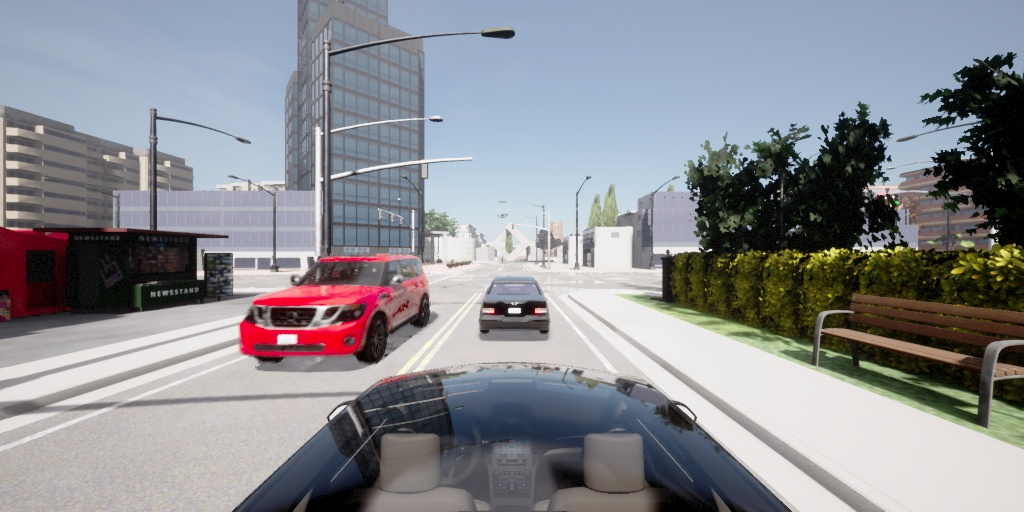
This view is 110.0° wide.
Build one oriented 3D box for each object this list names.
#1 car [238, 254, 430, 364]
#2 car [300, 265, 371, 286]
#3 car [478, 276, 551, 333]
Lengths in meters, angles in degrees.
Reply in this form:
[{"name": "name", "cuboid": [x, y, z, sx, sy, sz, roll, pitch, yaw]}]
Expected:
[{"name": "car", "cuboid": [-3.515, 0.971, 8.465, 2.150, 2.045, 5.566, 0, 0, 1]}, {"name": "car", "cuboid": [-12.762, 1.385, 26.145, 4.181, 1.385, 1.994, -1, 0, 0]}, {"name": "car", "cuboid": [0.069, 1.297, 10.718, 2.033, 1.411, 5.357, 0, 0, 0]}]
